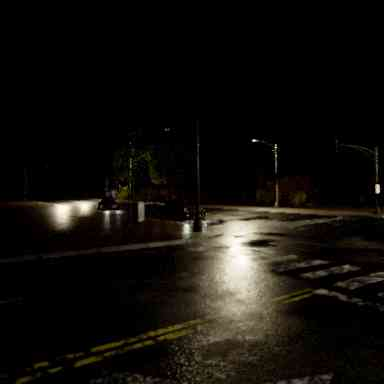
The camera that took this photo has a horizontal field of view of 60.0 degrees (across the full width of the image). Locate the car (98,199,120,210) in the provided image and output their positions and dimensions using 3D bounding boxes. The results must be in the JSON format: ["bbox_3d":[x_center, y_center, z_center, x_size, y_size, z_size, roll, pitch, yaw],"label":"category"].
[{"bbox_3d":[-11.076,1.612,43.968,1.812,1.442,4.674,-1,1,-33],"label":"car"}]

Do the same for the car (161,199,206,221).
[{"bbox_3d":[-0.790,1.423,28.096,2.097,1.767,4.553,-1,1,-33],"label":"car"}]
